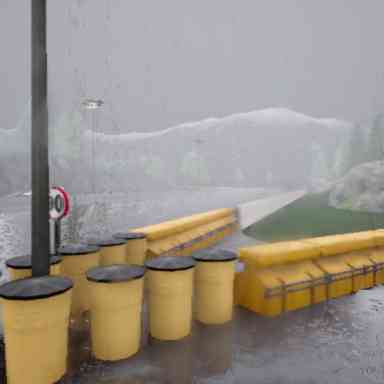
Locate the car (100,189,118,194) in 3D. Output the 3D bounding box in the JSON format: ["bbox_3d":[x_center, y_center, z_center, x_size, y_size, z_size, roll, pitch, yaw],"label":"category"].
[{"bbox_3d":[-15.311,0.232,62.098,1.812,1.442,4.674,0,1,21],"label":"car"}]

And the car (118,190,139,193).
[{"bbox_3d":[-10.035,0.384,56.471,1.994,1.385,4.181,0,1,22],"label":"car"}]

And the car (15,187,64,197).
[{"bbox_3d":[-17.088,0.421,38.611,2.150,2.045,5.566,0,1,22],"label":"car"}]

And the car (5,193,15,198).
[{"bbox_3d":[-22.380,0.593,44.249,1.837,1.490,4.892,0,1,22],"label":"car"}]
